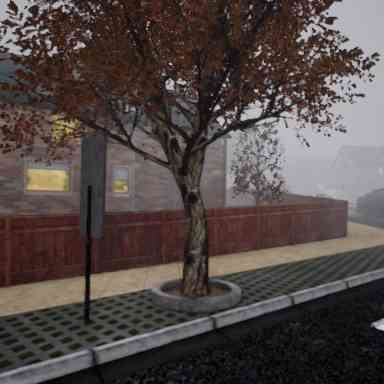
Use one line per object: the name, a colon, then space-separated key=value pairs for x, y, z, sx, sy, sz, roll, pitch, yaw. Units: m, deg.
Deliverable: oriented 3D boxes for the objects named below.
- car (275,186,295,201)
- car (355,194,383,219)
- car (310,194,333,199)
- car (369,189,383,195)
car: x=11.726 y=0.443 z=41.948 sx=1.882 sy=1.535 sz=5.008 roll=1 pitch=2 yaw=-3
car: x=12.839 y=1.167 z=21.714 sx=2.033 sy=1.411 sz=5.357 roll=1 pitch=2 yaw=-3
car: x=12.287 y=0.858 z=31.668 sx=1.994 sy=1.385 sz=4.181 roll=1 pitch=2 yaw=-3
car: x=15.523 y=0.751 z=26.735 sx=2.150 sy=2.045 sz=5.566 roll=1 pitch=2 yaw=-3
